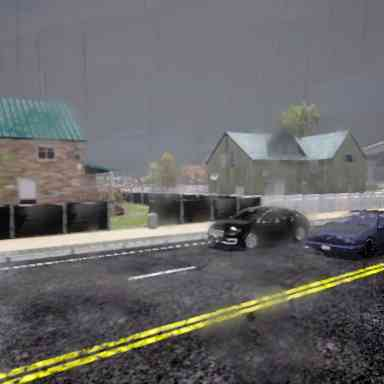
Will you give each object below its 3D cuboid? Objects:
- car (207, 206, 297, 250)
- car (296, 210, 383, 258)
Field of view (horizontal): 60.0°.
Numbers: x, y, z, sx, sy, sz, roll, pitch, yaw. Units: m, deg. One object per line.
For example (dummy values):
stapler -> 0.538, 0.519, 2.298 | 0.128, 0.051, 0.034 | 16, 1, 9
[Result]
car -> 2.845, 1.367, 13.699 | 4.892, 1.490, 1.837 | -1, 1, -36
car -> 6.492, 1.381, 12.310 | 5.357, 1.411, 2.033 | -1, 1, -36
